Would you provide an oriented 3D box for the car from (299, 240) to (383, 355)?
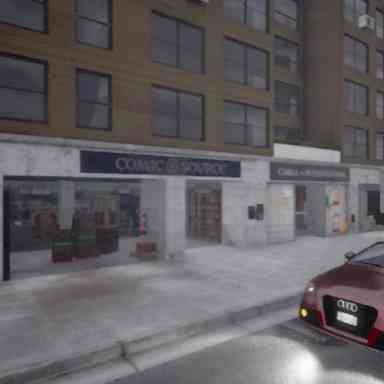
[{"bbox_3d":[3.775,1.567,5.734,4.181,1.385,1.994,0,0,-35],"label":"car"}]
